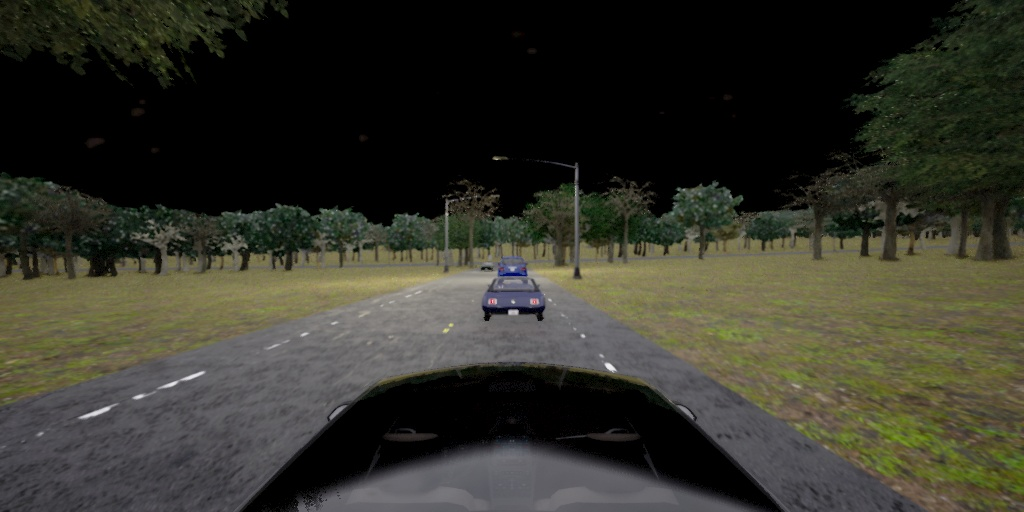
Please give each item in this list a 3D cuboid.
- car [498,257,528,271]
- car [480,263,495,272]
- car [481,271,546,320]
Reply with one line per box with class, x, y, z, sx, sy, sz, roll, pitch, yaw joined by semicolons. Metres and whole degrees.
car;0.056;1.072;27.979;2.150;2.045;5.566;0;0;0
car;-3.593;1.619;52.584;1.895;1.301;4.718;0;0;0
car;0.060;1.352;12.540;1.895;1.301;4.718;0;0;0
